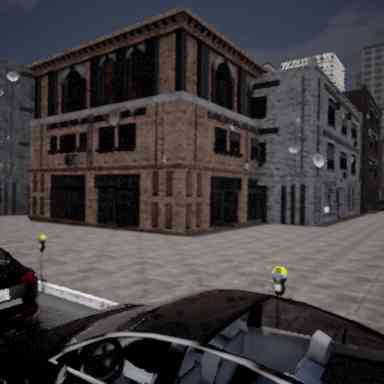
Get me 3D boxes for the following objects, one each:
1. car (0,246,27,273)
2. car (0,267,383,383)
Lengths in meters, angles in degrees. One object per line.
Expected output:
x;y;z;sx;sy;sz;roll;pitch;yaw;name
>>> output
-4.511;1.554;6.033;4.313;1.339;1.947;0;1;36;car
0.032;1.564;2.794;4.313;1.339;1.947;0;1;36;car
